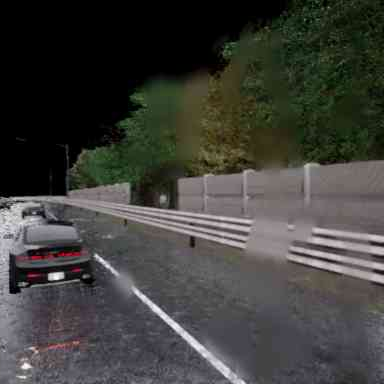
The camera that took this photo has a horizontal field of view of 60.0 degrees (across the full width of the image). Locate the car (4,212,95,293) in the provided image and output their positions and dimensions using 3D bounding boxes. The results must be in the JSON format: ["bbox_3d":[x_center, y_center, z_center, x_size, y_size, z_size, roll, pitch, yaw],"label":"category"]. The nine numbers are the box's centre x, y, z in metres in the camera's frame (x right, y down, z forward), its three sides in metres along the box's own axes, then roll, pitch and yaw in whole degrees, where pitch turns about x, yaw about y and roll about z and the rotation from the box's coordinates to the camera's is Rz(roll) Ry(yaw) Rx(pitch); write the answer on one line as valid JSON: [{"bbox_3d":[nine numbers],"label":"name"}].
[{"bbox_3d":[-3.947,1.534,9.192,1.837,1.490,4.892,-1,0,-26],"label":"car"}]

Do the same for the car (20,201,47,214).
[{"bbox_3d":[-14.347,1.594,30.117,1.812,1.442,4.674,-1,0,-26],"label":"car"}]

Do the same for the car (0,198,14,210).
[{"bbox_3d":[-26.239,1.598,45.951,2.097,1.767,4.553,-1,0,-26],"label":"car"}]
